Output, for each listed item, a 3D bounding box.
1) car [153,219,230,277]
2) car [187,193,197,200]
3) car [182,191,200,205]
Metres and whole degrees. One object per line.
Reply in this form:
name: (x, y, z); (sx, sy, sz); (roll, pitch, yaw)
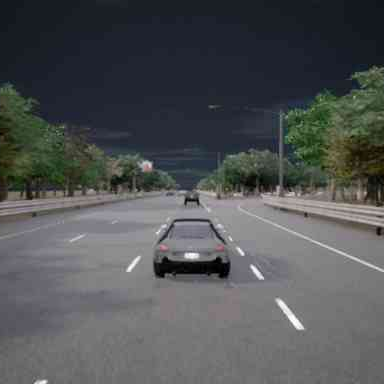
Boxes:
car: (-0.003, 1.476, 9.958); (1.994, 1.385, 4.181); (0, 0, 0)
car: (-0.023, 0.898, 73.919); (2.033, 1.411, 5.357); (0, 0, 0)
car: (-0.016, 0.796, 48.781); (2.150, 2.045, 5.566); (0, 0, 0)
